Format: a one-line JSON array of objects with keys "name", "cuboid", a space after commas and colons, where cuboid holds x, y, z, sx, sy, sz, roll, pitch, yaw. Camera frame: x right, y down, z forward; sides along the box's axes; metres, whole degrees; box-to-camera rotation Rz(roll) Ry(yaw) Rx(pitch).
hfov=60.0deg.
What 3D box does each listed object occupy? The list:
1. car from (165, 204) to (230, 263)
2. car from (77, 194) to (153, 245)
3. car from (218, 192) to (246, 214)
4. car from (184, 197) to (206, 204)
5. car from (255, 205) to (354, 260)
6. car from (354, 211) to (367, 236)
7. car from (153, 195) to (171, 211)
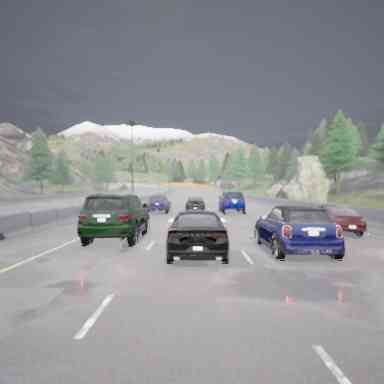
[{"name": "car", "cuboid": [0.179, 1.382, 11.614, 1.882, 1.535, 5.008, 0, 0, 0]}, {"name": "car", "cuboid": [-3.299, 1.101, 14.860, 2.150, 2.045, 5.566, 0, 0, 0]}, {"name": "car", "cuboid": [3.821, 0.979, 32.211, 2.150, 2.045, 5.566, 0, 0, 0]}, {"name": "car", "cuboid": [0.325, 1.257, 32.780, 1.837, 1.490, 4.892, 0, 0, 0]}, {"name": "car", "cuboid": [3.683, 1.254, 12.138, 2.097, 1.767, 4.553, 0, 0, 0]}, {"name": "car", "cuboid": [7.217, 1.393, 17.206, 1.812, 1.442, 4.674, 0, 0, 0]}, {"name": "car", "cuboid": [-3.177, 1.104, 32.557, 2.097, 1.767, 4.553, 0, 0, 0]}]
